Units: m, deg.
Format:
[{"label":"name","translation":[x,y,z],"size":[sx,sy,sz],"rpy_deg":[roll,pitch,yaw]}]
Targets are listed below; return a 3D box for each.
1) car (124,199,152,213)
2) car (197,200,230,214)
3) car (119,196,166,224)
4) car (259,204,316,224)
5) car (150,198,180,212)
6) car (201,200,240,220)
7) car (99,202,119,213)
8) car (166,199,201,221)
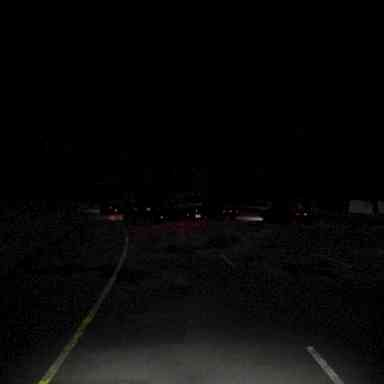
[{"label":"car","translation":[-6.799,1.648,41.263],"size":[1.882,1.535,5.008],"rpy_deg":[0,0,-29]},{"label":"car","translation":[2.350,1.658,38.529],"size":[1.812,1.442,4.674],"rpy_deg":[0,0,-25]},{"label":"car","translation":[-4.084,1.332,26.514],"size":[2.150,2.045,5.566],"rpy_deg":[0,0,-21]},{"label":"car","translation":[7.170,1.619,25.615],"size":[2.033,1.411,5.357],"rpy_deg":[0,0,-17]},{"label":"car","translation":[-3.501,1.642,42.514],"size":[1.882,1.535,5.008],"rpy_deg":[0,0,-29]},{"label":"car","translation":[2.262,1.648,29.566],"size":[2.033,1.411,5.357],"rpy_deg":[0,0,-21]},{"label":"car","translation":[-9.498,1.771,38.921],"size":[1.895,1.301,4.718],"rpy_deg":[0,0,-29]},{"label":"car","translation":[-1.147,1.633,28.688],"size":[1.812,1.442,4.674],"rpy_deg":[0,0,-21]}]
